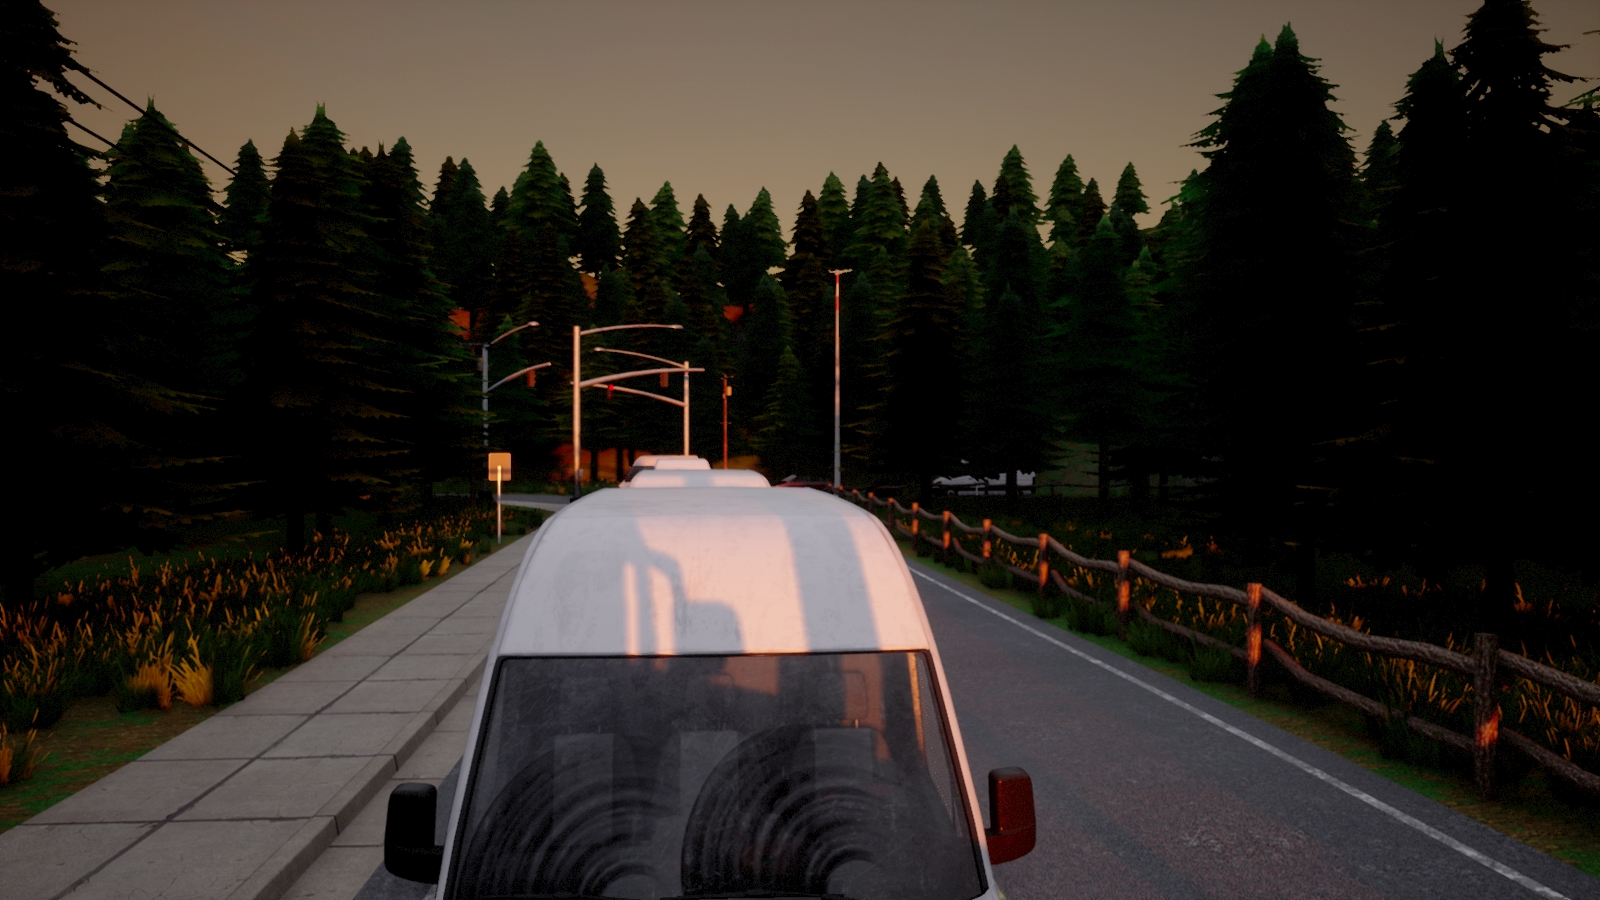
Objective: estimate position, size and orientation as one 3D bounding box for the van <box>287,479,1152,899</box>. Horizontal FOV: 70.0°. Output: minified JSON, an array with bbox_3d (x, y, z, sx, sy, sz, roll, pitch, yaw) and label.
[{"bbox_3d":[-0.421,1.499,5.580,1.988,2.561,5.915,0,0,-5],"label":"van"}]

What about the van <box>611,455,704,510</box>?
[{"bbox_3d":[-6.909,1.512,56.320,1.988,2.561,5.915,0,0,21],"label":"van"}]

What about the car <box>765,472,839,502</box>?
[{"bbox_3d":[0.087,2.023,63.414,3.705,1.549,1.789,0,0,-21],"label":"car"}]
